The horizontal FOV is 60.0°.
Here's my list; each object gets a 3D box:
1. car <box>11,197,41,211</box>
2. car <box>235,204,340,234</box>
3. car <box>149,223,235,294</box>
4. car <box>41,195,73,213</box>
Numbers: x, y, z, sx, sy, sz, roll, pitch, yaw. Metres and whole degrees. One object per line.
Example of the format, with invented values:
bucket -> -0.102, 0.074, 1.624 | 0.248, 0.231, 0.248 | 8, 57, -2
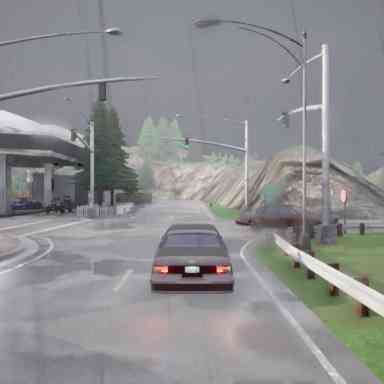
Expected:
car -> -20.224, 1.480, 40.803 | 2.242, 1.667, 4.611 | 0, 0, -1
car -> 5.051, 1.384, 17.998 | 5.357, 1.411, 2.033 | -1, 0, 32
car -> 0.003, 1.547, 8.940 | 2.033, 1.411, 5.357 | 0, 0, 0
car -> -14.519, 1.313, 36.524 | 1.905, 1.878, 3.866 | 0, 0, -1
